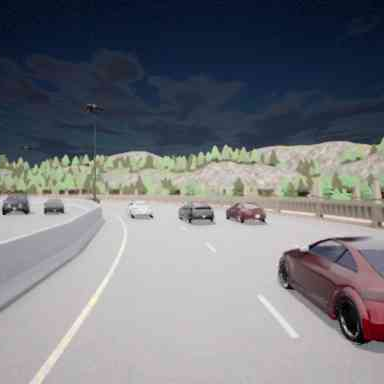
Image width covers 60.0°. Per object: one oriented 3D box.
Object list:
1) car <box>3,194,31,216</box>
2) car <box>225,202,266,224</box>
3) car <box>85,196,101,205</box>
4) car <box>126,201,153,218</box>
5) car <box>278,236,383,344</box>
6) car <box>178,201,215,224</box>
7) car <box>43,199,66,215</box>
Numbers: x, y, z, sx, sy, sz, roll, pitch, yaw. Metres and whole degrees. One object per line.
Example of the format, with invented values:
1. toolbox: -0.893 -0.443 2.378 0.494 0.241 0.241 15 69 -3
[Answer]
1. car: -17.674 1.229 33.737 2.150 2.045 5.566 0 0 -23
2. car: 3.875 1.464 24.502 1.812 1.442 4.674 0 0 -13
3. car: -16.206 1.459 53.838 2.128 1.511 4.902 0 0 -32
4. car: -4.689 1.493 29.403 1.812 1.442 4.674 0 0 -18
5. car: 3.172 1.539 6.430 1.994 1.385 4.181 0 0 -4
6. car: 0.222 1.445 24.658 2.128 1.511 4.902 0 0 -14
7. car: -13.971 1.472 33.839 1.882 1.535 5.008 0 0 -23
